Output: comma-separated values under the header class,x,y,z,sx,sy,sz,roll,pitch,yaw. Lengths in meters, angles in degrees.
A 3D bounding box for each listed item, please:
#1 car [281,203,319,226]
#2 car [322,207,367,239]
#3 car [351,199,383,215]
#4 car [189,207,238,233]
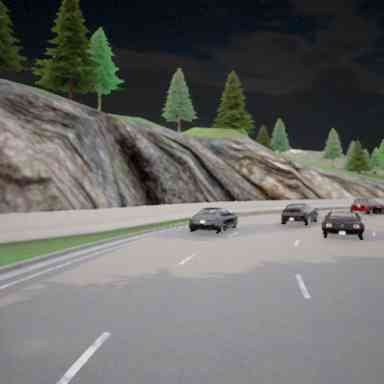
class,x,y,z,sx,sy,sz,roll,pitch,yaw
car,8.061,1.606,24.631,1.837,1.490,4.892,0,-1,32
car,8.206,1.682,18.014,1.895,1.301,4.718,0,0,25
car,19.366,1.525,36.577,4.553,1.767,2.097,0,0,-39
car,1.413,1.631,20.253,1.994,1.385,4.181,0,0,24
